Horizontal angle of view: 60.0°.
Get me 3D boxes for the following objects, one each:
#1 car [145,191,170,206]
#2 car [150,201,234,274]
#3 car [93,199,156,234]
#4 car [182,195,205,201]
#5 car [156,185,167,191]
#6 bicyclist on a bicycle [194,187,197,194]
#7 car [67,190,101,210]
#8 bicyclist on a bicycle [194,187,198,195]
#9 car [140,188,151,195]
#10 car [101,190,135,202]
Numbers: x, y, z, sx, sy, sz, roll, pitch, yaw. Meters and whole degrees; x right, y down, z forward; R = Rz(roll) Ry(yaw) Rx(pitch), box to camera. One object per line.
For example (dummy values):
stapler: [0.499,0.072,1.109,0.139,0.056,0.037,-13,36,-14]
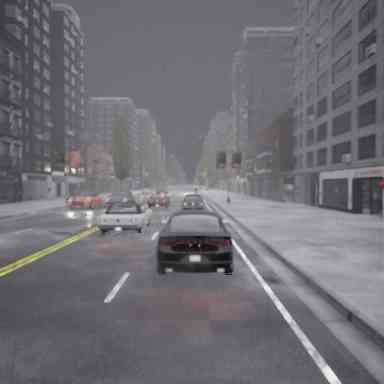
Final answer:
car: [-3.161,0.871,32.680,1.895,1.301,4.718,0,1,0]
car: [0.085,1.257,9.819,1.882,1.535,5.008,0,1,0]
car: [-3.156,1.232,16.485,1.895,1.301,4.718,0,1,0]
car: [0.089,0.920,28.139,2.033,1.411,5.357,0,1,0]
car: [-6.522,-0.404,71.417,2.150,2.045,5.566,0,1,0]
bicyclist on a bicycle: [0.865,-0.429,81.577,0.866,1.612,1.509,0,1,0]
car: [-9.857,0.662,30.917,2.097,1.767,4.553,0,1,0]
bicyclist on a bicycle: [0.872,-0.203,72.582,0.582,1.620,1.656,0,1,0]
car: [-9.772,-0.106,71.453,1.812,1.442,4.674,0,1,0]
car: [-6.607,0.662,30.926,2.097,1.767,4.553,0,1,0]
